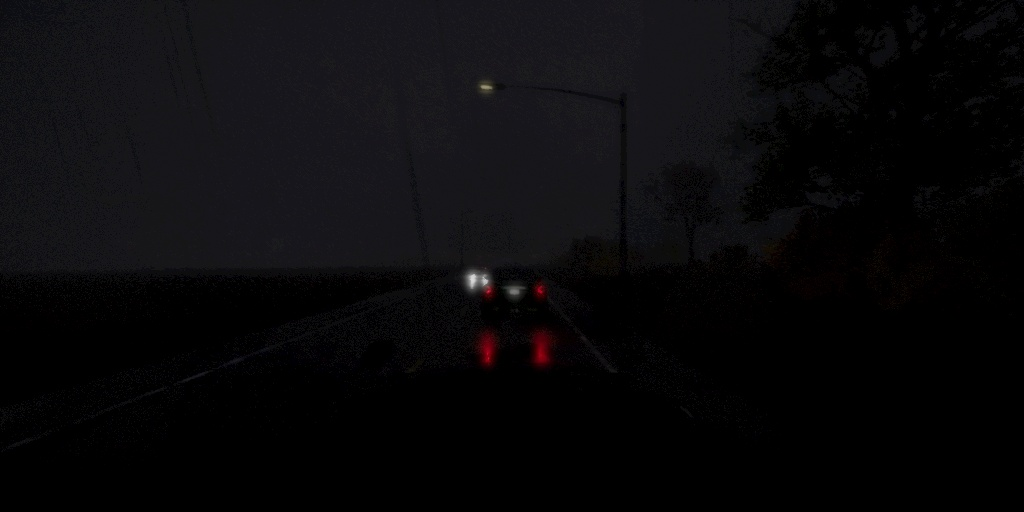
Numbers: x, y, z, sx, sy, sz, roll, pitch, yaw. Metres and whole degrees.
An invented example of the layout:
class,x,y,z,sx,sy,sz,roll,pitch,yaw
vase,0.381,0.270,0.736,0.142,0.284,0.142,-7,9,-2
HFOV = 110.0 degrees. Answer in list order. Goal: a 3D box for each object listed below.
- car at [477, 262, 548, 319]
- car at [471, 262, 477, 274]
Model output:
class,x,y,z,sx,sy,sz,roll,pitch,yaw
car,0.086,1.113,12.959,2.097,1.767,4.553,0,0,0
car,-3.592,1.383,41.187,1.895,1.301,4.718,0,0,0
